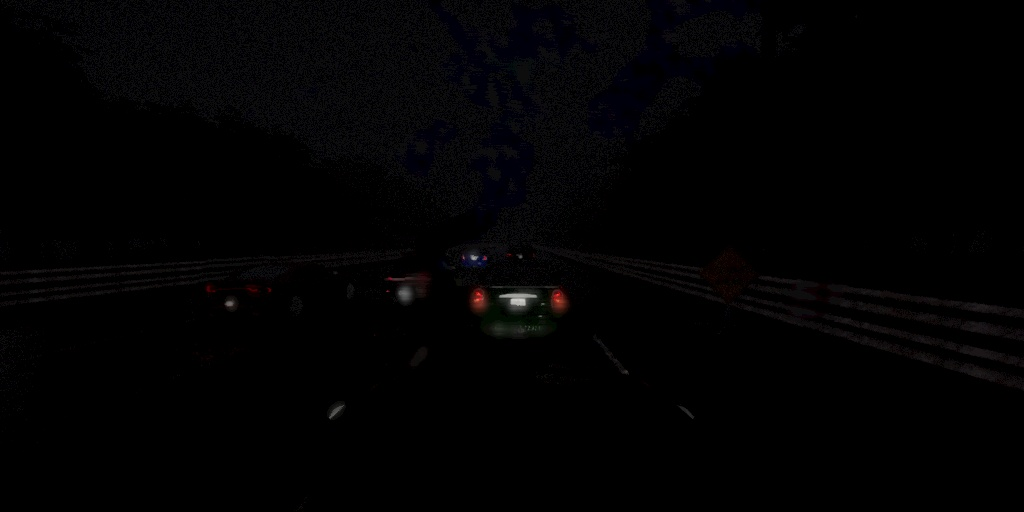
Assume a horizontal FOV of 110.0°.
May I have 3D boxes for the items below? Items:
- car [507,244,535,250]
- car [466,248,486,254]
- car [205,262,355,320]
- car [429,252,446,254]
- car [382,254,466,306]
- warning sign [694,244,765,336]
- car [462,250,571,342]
[{"bbox_3d":[0.701,0.058,28.430,2.150,2.045,5.566,0,2,2],"label":"car"},{"bbox_3d":[-2.777,0.153,29.405,2.097,1.767,4.553,0,2,2],"label":"car"},{"bbox_3d":[-6.745,0.904,11.154,1.882,1.535,5.008,0,2,2],"label":"car"},{"bbox_3d":[-6.252,0.331,30.304,1.994,1.385,4.181,0,2,2],"label":"car"},{"bbox_3d":[-3.184,0.848,13.279,2.128,1.511,4.902,0,2,1],"label":"car"},{"bbox_3d":[4.643,0.667,7.750,1.300,1.860,1.060,0,0,1],"label":"warning sign"},{"bbox_3d":[0.201,0.852,9.136,2.097,1.767,4.553,0,2,2],"label":"car"}]
